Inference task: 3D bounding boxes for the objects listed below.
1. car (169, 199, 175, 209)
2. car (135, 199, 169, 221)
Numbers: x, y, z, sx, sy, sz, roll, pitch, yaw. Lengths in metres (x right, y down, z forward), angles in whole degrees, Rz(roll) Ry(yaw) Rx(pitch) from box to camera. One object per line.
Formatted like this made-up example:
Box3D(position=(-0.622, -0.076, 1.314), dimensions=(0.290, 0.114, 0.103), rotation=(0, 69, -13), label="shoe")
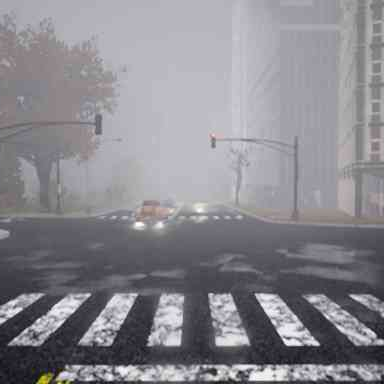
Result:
Box3D(position=(-3.426, 1.671, 48.151), dimensions=(2.033, 1.411, 5.357), rotation=(0, 0, 0), label="car")
Box3D(position=(-3.349, 1.393, 27.450), dimensions=(2.097, 1.767, 4.553), rotation=(0, 0, 0), label="car")
